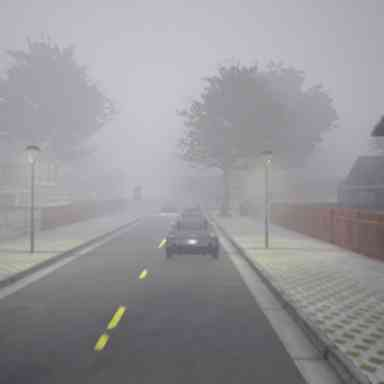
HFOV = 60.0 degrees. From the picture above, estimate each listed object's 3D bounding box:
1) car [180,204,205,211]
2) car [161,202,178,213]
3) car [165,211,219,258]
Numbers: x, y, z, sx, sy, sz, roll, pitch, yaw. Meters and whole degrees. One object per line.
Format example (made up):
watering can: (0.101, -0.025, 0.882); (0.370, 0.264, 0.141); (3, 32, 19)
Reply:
car: (0.013, 1.763, 28.493); (1.837, 1.490, 4.892); (0, 0, 0)
car: (-2.785, 1.935, 41.921); (1.994, 1.385, 4.181); (0, -1, 0)
car: (0.019, 1.691, 13.407); (1.994, 1.385, 4.181); (0, 0, 0)
